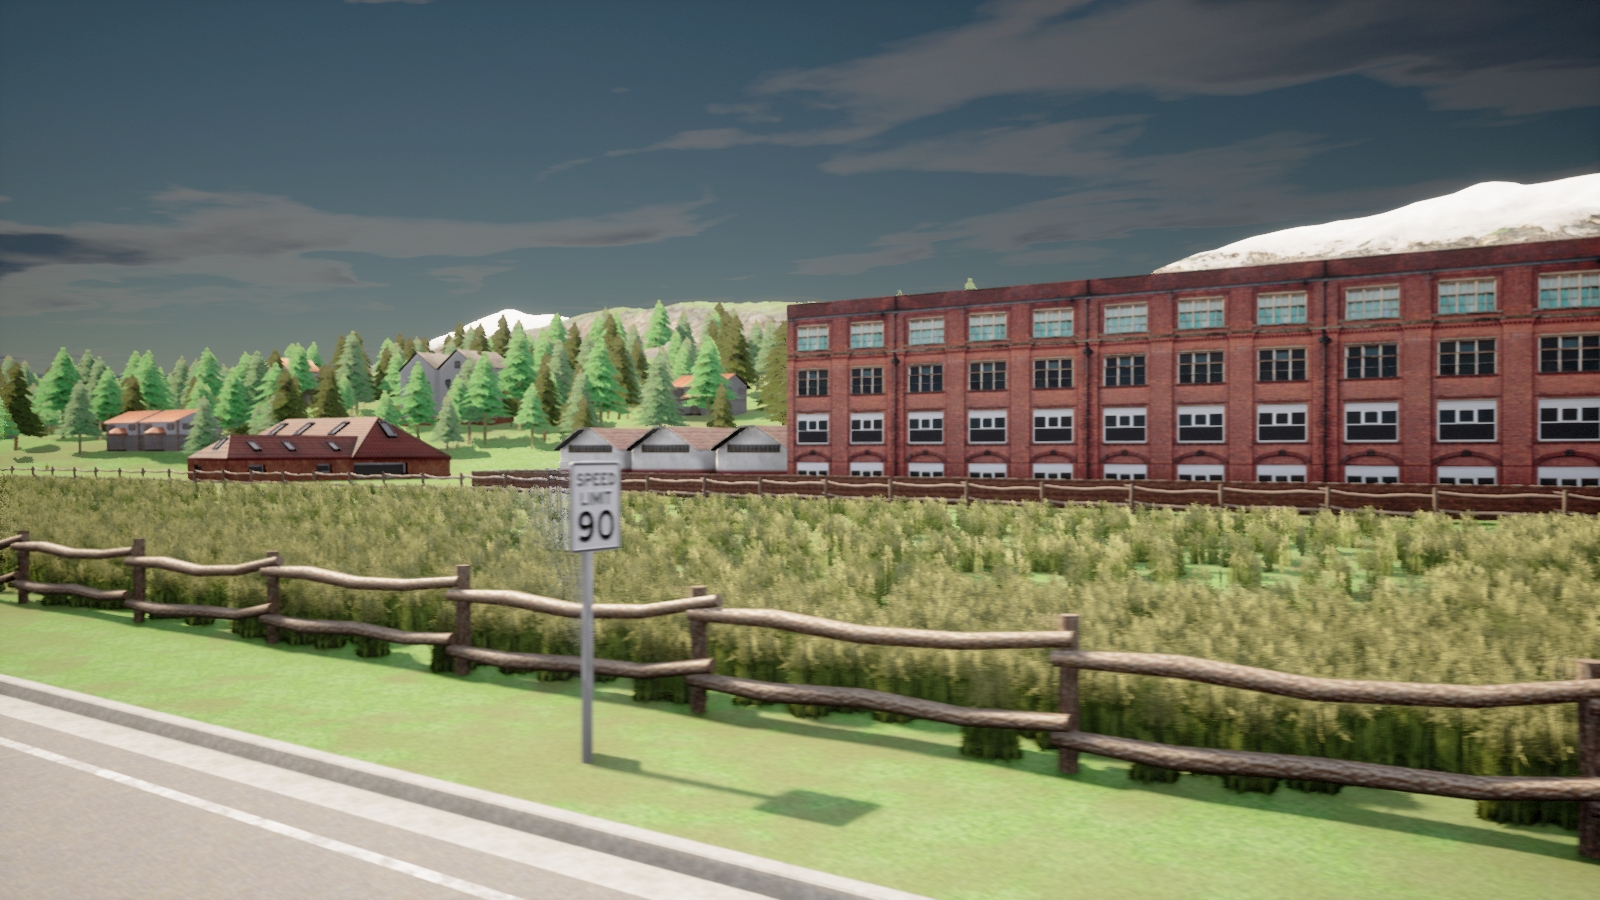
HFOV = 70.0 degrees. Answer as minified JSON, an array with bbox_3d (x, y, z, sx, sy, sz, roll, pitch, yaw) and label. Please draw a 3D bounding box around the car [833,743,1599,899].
[{"bbox_3d":[2.412,1.968,2.211,4.611,1.667,2.242,0,0,34],"label":"car"}]
